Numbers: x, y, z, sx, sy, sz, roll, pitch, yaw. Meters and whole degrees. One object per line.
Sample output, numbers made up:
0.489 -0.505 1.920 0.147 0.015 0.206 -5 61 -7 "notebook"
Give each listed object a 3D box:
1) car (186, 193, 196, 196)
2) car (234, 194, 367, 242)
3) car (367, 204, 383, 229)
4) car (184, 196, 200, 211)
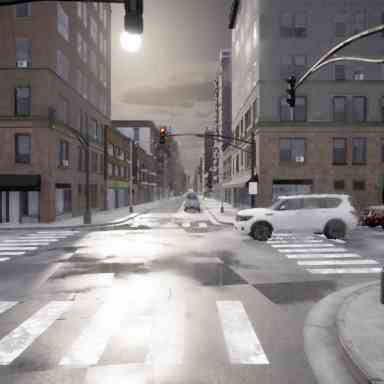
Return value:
-0.038 1.291 70.764 2.150 2.045 5.566 0 0 0 "car"
4.815 1.152 15.759 5.566 2.045 2.150 -1 0 0 "car"
12.053 1.123 18.445 5.009 1.841 2.192 -1 1 0 "car"
0.019 1.565 41.034 2.033 1.411 5.357 0 0 0 "car"
